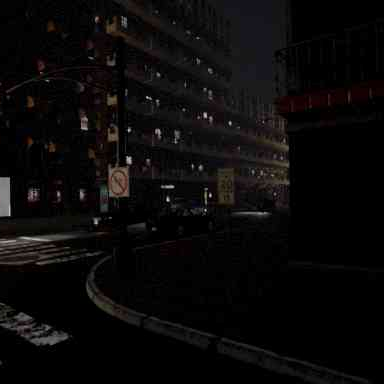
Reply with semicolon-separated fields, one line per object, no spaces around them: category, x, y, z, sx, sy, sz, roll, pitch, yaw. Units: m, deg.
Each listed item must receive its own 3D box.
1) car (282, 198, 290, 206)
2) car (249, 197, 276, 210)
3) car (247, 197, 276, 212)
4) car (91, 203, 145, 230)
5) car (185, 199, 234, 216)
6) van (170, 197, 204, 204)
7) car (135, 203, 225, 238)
car;15.803;1.497;52.915;1.752;1.417;4.829;-1;-1;36
car;9.399;1.431;44.007;1.967;1.590;4.097;-1;-1;36
car;8.038;1.477;37.869;1.812;1.442;4.674;-1;-1;36
car;-4.085;1.487;21.039;2.128;1.511;4.902;-1;-1;35
car;1.757;1.573;29.146;1.895;1.301;4.718;-1;-1;36
van;-0.356;1.365;30.437;1.690;1.788;3.998;-1;-1;36
car;-0.455;1.435;16.792;2.008;1.369;4.403;-1;-1;36
